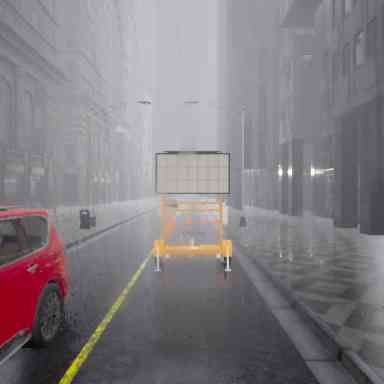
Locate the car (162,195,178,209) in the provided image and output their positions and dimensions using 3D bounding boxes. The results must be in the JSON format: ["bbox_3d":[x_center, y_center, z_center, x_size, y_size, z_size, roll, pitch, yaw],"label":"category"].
[{"bbox_3d":[-2.956,1.592,47.051,2.033,1.411,5.357,0,0,0],"label":"car"}]

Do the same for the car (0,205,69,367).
[{"bbox_3d":[-3.099,1.221,3.309,2.150,2.045,5.566,0,0,0],"label":"car"}]

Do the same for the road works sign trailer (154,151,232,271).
[{"bbox_3d":[0.024,0.467,10.876,2.380,3.560,2.880,0,0,0],"label":"road works sign trailer"}]
